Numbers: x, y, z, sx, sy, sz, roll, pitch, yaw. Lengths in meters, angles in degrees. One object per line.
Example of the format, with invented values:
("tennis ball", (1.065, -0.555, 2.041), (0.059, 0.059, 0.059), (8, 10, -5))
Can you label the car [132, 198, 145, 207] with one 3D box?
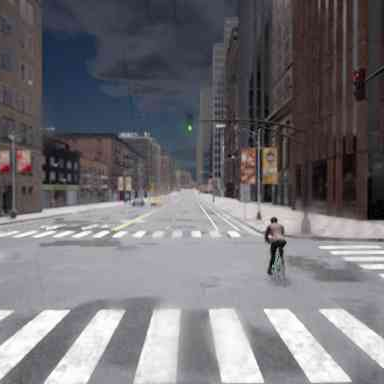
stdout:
("car", (-9.741, 1.881, 60.706), (1.812, 1.442, 4.674), (0, 0, 0))

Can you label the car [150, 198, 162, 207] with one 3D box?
("car", (-6.491, 1.833, 60.705), (1.882, 1.535, 5.008), (0, 0, 0))

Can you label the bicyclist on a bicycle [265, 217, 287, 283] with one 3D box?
("bicyclist on a bicycle", (2.253, 1.512, 8.968), (0.582, 1.620, 1.656), (0, -1, 0))
